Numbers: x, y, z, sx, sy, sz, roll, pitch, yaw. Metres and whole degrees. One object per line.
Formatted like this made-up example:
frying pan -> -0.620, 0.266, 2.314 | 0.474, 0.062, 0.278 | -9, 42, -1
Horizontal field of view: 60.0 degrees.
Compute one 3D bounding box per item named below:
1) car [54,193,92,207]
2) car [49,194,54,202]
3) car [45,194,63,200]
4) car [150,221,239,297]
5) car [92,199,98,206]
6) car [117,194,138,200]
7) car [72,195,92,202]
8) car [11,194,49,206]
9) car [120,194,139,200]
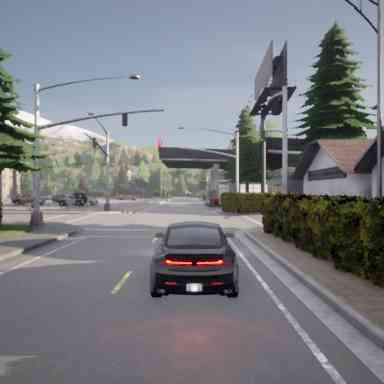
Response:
car -> -16.760, 1.069, 46.950 | 3.866, 1.878, 1.905 | 0, 0, 0
car -> -24.005, 1.288, 62.653 | 4.514, 1.523, 2.007 | 0, 0, 0
car -> -35.077, 1.370, 84.577 | 3.806, 1.475, 1.970 | 0, 0, 0
car -> 0.061, 1.503, 8.527 | 1.837, 1.490, 4.892 | 0, 0, 0
car -> -16.167, 1.353, 50.278 | 3.806, 1.475, 1.970 | 0, 0, 0
car -> -16.411, 1.317, 84.534 | 5.027, 1.636, 2.152 | 0, 0, 0
car -> -24.018, 1.308, 72.646 | 3.633, 1.501, 1.845 | 0, 0, 0
car -> -24.646, 1.089, 50.192 | 4.605, 1.855, 1.932 | 0, 0, 0
car -> -16.481, 1.325, 87.671 | 4.514, 1.523, 2.007 | 0, 0, 0
